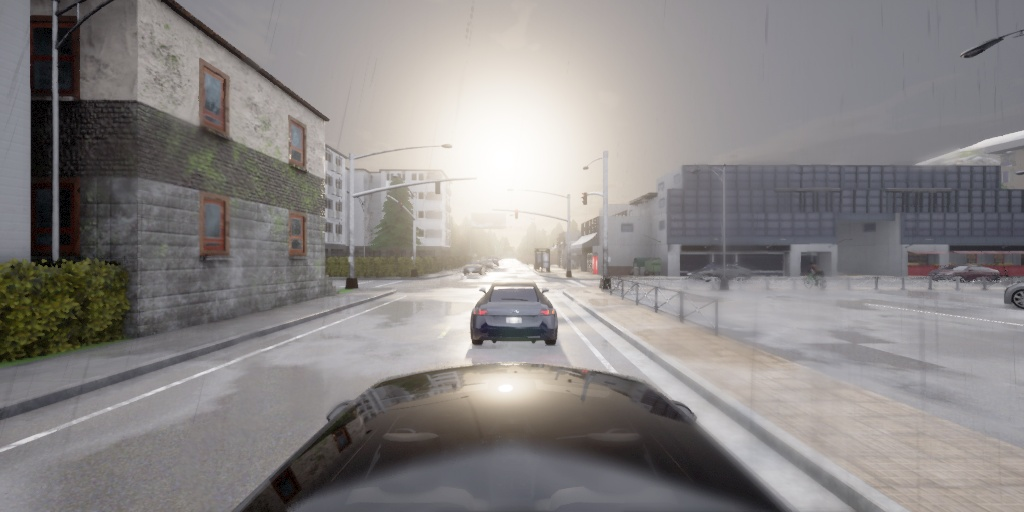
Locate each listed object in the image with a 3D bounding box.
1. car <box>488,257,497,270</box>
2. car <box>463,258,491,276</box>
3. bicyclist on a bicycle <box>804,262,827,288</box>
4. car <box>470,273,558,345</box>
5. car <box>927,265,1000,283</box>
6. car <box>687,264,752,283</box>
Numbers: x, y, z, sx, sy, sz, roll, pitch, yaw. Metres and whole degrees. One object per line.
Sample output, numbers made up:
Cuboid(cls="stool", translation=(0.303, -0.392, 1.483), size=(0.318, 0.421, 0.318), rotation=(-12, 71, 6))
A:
Cuboid(cls="car", translation=(-3.656, 1.254, 52.460), size=(1.837, 1.490, 4.892), rotation=(0, 0, 0))
Cuboid(cls="car", translation=(-3.852, 1.242, 37.571), size=(2.128, 1.511, 4.902), rotation=(0, 0, 4))
Cuboid(cls="bicyclist on a bicycle", translation=(18.689, 1.227, 22.123), size=(0.582, 1.620, 1.656), rotation=(0, 0, 0))
Cuboid(cls="car", translation=(0.053, 1.314, 9.502), size=(1.994, 1.385, 4.181), rotation=(0, 0, 0))
Cuboid(cls="car", translation=(37.339, 1.452, 29.654), size=(4.674, 1.442, 1.812), rotation=(0, 0, 0))
Cuboid(cls="car", translation=(17.030, 1.414, 29.600), size=(4.902, 1.511, 2.128), rotation=(0, 0, 0))
